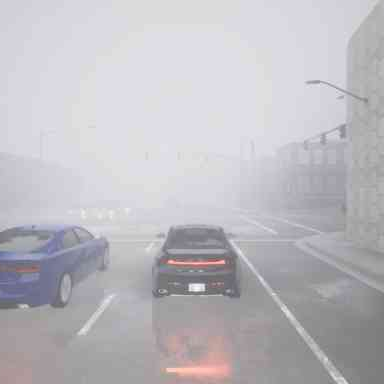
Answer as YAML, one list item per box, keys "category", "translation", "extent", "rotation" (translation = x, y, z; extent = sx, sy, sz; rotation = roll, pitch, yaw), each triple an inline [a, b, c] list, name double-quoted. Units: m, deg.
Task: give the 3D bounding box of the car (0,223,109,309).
- category: "car"
  translation: [-3.401, 1.478, 7.979]
  extent: [1.882, 1.535, 5.008]
  rotation: [0, 0, 0]

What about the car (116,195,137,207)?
- category: "car"
  translation: [-10.434, 1.599, 52.367]
  extent: [1.895, 1.301, 4.718]
  rotation: [0, 0, 0]

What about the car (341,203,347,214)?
- category: "car"
  translation: [14.997, 1.015, 27.568]
  extent: [5.008, 1.535, 1.882]
  rotation: [-5, 0, 0]

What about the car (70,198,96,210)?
- category: "car"
  translation: [-13.970, 1.526, 42.625]
  extent: [1.812, 1.442, 4.674]
  rotation: [0, 0, 1]

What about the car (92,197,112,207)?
- category: "car"
  translation: [-13.936, 1.526, 51.725]
  extent: [1.812, 1.442, 4.674]
  rotation: [0, 0, 0]

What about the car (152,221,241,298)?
- category: "car"
  translation: [0.104, 1.505, 8.525]
  extent: [1.837, 1.490, 4.892]
  rotation: [0, 0, 0]

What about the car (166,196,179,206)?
- category: "car"
  translation: [-3.237, 1.477, 55.118]
  extent: [1.882, 1.535, 5.008]
  rotation: [0, 0, 0]

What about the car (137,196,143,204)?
- category: "car"
  translation: [-10.373, 1.526, 62.522]
  extent: [1.812, 1.442, 4.674]
  rotation: [0, 0, 0]

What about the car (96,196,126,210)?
- category: "car"
  translation: [-10.478, 1.601, 43.206]
  extent: [1.895, 1.301, 4.718]
  rotation: [0, 0, 3]
